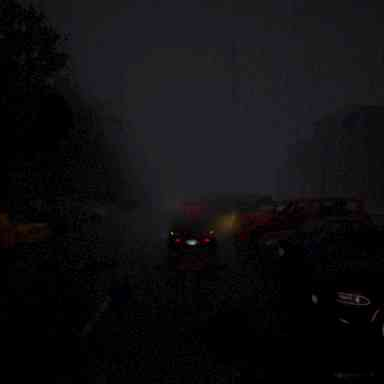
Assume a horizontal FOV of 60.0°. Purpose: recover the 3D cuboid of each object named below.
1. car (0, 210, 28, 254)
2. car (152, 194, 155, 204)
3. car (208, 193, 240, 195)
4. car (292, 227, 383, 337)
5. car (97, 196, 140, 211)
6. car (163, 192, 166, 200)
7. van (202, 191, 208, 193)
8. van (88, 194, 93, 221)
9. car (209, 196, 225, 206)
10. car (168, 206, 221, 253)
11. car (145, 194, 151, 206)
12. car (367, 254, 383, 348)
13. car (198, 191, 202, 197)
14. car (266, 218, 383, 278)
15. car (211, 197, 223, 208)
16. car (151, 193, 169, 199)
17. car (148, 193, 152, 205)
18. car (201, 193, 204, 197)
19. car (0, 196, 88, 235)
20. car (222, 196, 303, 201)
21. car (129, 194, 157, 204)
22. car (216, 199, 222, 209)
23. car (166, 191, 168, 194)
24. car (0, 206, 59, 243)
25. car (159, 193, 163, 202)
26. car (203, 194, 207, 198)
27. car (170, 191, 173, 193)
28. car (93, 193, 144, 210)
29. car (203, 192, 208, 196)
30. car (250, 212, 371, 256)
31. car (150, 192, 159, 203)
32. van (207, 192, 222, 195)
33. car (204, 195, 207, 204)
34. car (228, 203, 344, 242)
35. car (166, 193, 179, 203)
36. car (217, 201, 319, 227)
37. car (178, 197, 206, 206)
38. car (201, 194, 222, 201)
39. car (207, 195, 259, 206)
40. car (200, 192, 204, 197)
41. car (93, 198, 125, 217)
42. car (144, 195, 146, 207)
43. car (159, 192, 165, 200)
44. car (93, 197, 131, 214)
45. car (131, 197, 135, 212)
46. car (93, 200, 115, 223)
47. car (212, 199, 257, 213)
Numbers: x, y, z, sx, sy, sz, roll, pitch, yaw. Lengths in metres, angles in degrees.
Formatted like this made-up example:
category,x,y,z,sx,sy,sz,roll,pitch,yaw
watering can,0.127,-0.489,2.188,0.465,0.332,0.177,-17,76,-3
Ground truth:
category,x,y,z,sx,sy,sz,roll,pitch,yaw
car,-8.533,1.518,10.975,5.008,1.535,2.097,0,0,0
car,-8.536,1.391,50.087,5.008,1.535,2.097,0,0,0
car,4.578,1.298,41.754,4.553,1.767,2.185,0,0,0
car,4.546,1.515,5.565,5.008,1.535,2.097,0,0,0
car,-8.502,1.310,38.947,4.553,1.767,2.185,0,0,0
car,-8.714,1.295,69.458,5.366,1.575,1.946,0,0,0
van,4.668,1.086,66.803,4.442,1.987,1.878,0,0,0
van,-8.420,1.270,19.453,4.442,1.987,1.878,0,0,0
car,4.551,1.454,33.404,5.008,1.535,2.097,0,0,0
car,0.028,1.557,13.795,1.812,1.442,4.674,0,0,0
car,-8.527,1.414,44.517,5.008,1.535,2.097,0,0,0
car,4.547,1.502,2.776,5.008,1.535,2.097,0,0,0
car,4.580,1.046,69.586,5.566,2.045,2.435,0,0,0
car,4.571,1.550,8.352,4.792,1.488,2.163,0,0,0
car,4.540,1.462,30.621,5.008,1.535,2.097,0,0,0
car,-8.494,1.070,89.077,4.553,1.767,2.185,0,0,0
car,-8.500,1.278,47.301,4.553,1.767,2.185,0,0,0
car,4.544,1.354,58.455,4.892,1.521,2.231,0,0,0
car,-8.509,1.252,16.667,5.566,2.045,2.435,0,0,0
car,4.575,1.362,22.145,4.553,1.767,2.185,0,0,0
car,-8.561,1.228,58.442,4.553,1.767,2.185,0,0,0
car,4.538,1.481,25.054,4.892,1.521,2.231,0,0,0
car,-8.556,1.033,72.241,5.566,2.045,2.435,0,0,0
car,-8.723,1.508,13.883,5.366,1.575,1.946,0,0,0
car,-8.499,1.356,64.012,4.792,1.488,2.163,0,0,0
car,4.546,1.418,52.888,4.674,1.452,2.002,0,0,0
car,-8.554,0.959,86.291,5.566,2.045,2.435,0,0,0
car,-8.505,1.194,36.163,5.566,2.045,2.435,0,0,0
car,4.581,1.241,55.670,4.553,1.767,2.185,0,0,0
car,4.545,1.557,11.138,4.674,1.452,2.002,0,0,0
car,-8.503,1.128,52.872,5.566,2.045,2.435,0,0,0
van,4.665,1.188,44.474,4.442,1.987,1.878,0,0,0
car,4.577,1.432,47.321,4.792,1.488,2.163,0,0,0
car,4.548,1.502,16.704,5.008,1.535,2.097,0,0,0
car,-3.509,1.401,65.233,1.994,1.385,4.181,0,0,1
car,4.358,1.492,19.487,5.366,1.575,1.946,0,0,0
car,0.027,1.497,28.447,1.837,1.490,4.892,0,1,0
car,4.582,1.283,77.937,4.792,1.488,2.163,0,0,0
car,4.732,1.431,38.971,5.366,1.575,1.946,0,0,0
car,4.557,1.327,64.021,4.892,1.521,2.231,0,0,0
car,-8.540,1.472,27.808,5.008,1.535,2.097,0,0,0
car,-8.535,1.465,41.733,4.674,1.452,2.002,0,0,0
car,-8.534,1.312,66.798,5.008,1.535,2.097,0,0,0
car,-8.541,1.464,30.593,4.892,1.521,2.231,0,0,0
car,-8.563,1.484,33.376,4.792,1.488,2.163,0,0,0
car,-8.538,1.520,25.023,4.674,1.452,2.002,0,0,0
car,4.544,1.485,36.188,4.674,1.452,2.002,0,0,0
